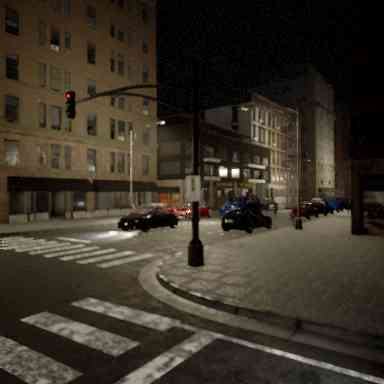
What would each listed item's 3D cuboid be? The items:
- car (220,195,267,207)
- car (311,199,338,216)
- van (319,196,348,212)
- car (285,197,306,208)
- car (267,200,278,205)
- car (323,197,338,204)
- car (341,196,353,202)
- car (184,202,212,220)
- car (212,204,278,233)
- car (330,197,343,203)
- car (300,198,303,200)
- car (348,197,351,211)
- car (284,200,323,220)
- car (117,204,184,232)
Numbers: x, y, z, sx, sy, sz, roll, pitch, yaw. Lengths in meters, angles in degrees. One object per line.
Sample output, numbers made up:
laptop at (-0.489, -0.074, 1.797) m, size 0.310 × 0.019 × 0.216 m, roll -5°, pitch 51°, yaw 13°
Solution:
car at (4.704, 1.362, 31.585) m, size 2.150 × 2.045 × 5.566 m, roll 0°, pitch 0°, yaw 36°
car at (13.042, 1.672, 33.761) m, size 1.947 × 1.339 × 4.313 m, roll -1°, pitch 0°, yaw 36°
van at (16.264, 1.448, 38.232) m, size 1.690 × 1.788 × 3.998 m, roll -1°, pitch 0°, yaw 36°
car at (16.202, 1.607, 51.864) m, size 1.967 × 1.590 × 4.097 m, roll -1°, pitch 0°, yaw 36°
car at (9.756, 1.712, 42.924) m, size 2.008 × 1.369 × 4.403 m, roll 0°, pitch 0°, yaw 36°
car at (29.096, 1.731, 69.743) m, size 1.887 × 1.381 × 4.507 m, roll -1°, pitch 0°, yaw 36°
car at (38.767, 1.743, 83.153) m, size 1.887 × 1.381 × 4.507 m, roll -1°, pitch 0°, yaw 36°
car at (0.086, 1.602, 29.515) m, size 1.967 × 1.590 × 4.097 m, roll 0°, pitch 0°, yaw 36°
car at (3.371, 1.676, 20.351) m, size 1.947 × 1.339 × 4.313 m, roll 0°, pitch 0°, yaw 36°
car at (32.320, 1.772, 74.213) m, size 1.802 × 1.307 × 4.206 m, roll -1°, pitch 0°, yaw 36°
car at (13.753, 1.671, 44.054) m, size 1.812 × 1.442 × 4.674 m, roll 0°, pitch 0°, yaw 36°
car at (19.488, 1.660, 42.701) m, size 2.008 × 1.369 × 4.403 m, roll -1°, pitch 0°, yaw 36°
car at (9.819, 1.688, 29.291) m, size 1.802 × 1.307 × 4.206 m, roll 0°, pitch 0°, yaw 36°
car at (-2.740, 1.712, 21.258) m, size 1.994 × 1.385 × 4.181 m, roll 0°, pitch 0°, yaw 36°
